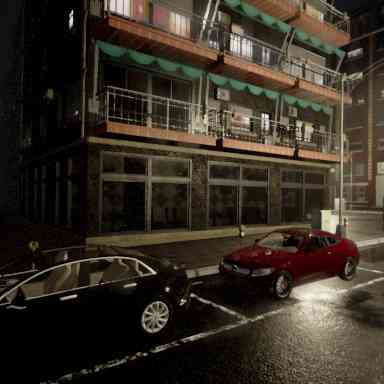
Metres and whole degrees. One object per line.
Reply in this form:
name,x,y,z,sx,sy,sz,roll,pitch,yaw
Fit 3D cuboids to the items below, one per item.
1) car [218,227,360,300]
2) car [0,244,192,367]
car,2.579,1.585,8.353,4.206,1.307,1.802,0,1,-36
car,-2.045,1.551,5.044,4.403,1.369,2.008,0,1,-36
